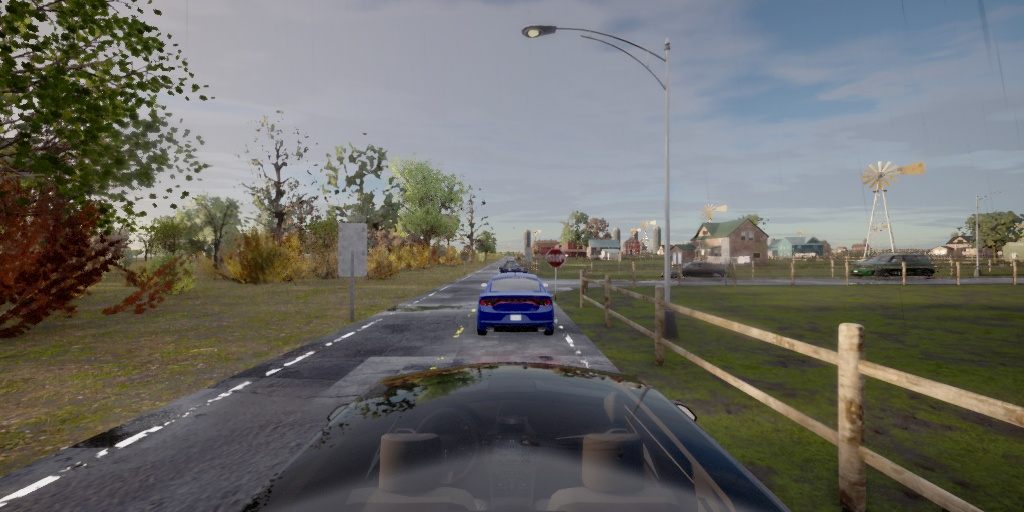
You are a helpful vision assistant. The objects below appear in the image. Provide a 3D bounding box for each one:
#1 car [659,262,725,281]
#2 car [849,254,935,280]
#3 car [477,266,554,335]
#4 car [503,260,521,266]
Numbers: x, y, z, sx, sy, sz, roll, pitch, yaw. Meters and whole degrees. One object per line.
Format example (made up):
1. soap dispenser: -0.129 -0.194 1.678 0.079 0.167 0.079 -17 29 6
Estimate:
1. car: 14.150 1.194 28.168 4.892 1.490 1.837 0 0 -1
2. car: 29.986 0.846 28.478 5.566 2.045 2.150 0 0 -1
3. car: 0.082 1.227 10.484 1.882 1.535 5.008 0 0 0
4. car: -0.035 1.337 35.944 1.895 1.301 4.718 0 0 -11
